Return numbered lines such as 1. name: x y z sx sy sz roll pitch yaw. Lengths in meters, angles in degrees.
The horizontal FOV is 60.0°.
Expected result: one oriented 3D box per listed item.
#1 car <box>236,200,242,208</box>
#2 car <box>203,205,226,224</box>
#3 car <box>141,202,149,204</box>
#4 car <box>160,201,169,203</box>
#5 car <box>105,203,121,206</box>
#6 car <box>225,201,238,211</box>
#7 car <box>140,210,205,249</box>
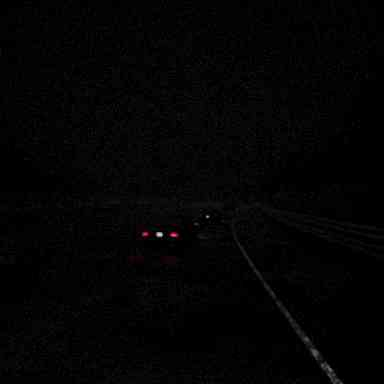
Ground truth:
1. car: 10.594 3.188 81.468 1.895 1.301 4.718 0 -1 10
2. car: 1.680 2.129 30.541 1.994 1.385 4.181 0 -1 10
3. car: -9.620 2.794 67.487 1.812 1.442 4.674 0 -1 10
4. car: -6.920 2.924 82.906 2.097 1.767 4.553 0 -1 10
5. car: -12.410 2.446 51.904 2.128 1.511 4.902 0 -1 10
6. car: 6.676 2.660 59.083 1.837 1.490 4.892 0 -1 10
7. car: -0.884 1.811 15.886 2.033 1.411 5.357 0 -1 10
